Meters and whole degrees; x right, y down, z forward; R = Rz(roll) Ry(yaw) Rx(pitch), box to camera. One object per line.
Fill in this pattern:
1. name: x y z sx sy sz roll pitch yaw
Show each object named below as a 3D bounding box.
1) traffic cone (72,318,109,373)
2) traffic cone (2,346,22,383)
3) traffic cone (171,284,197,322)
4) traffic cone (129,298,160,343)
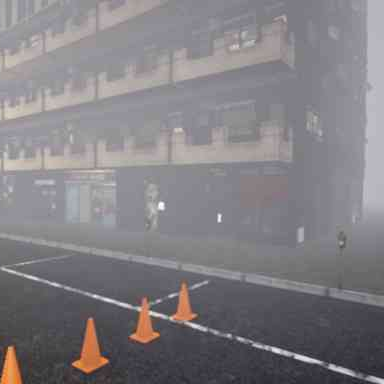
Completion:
1. traffic cone: -1.319 1.934 4.323 0.340 0.580 0.340 0 0 36
2. traffic cone: -1.906 1.934 3.514 0.340 0.580 0.340 0 0 36
3. traffic cone: -0.145 1.935 5.942 0.340 0.580 0.340 0 0 36
4. traffic cone: -0.733 1.935 5.133 0.340 0.580 0.340 0 0 36
